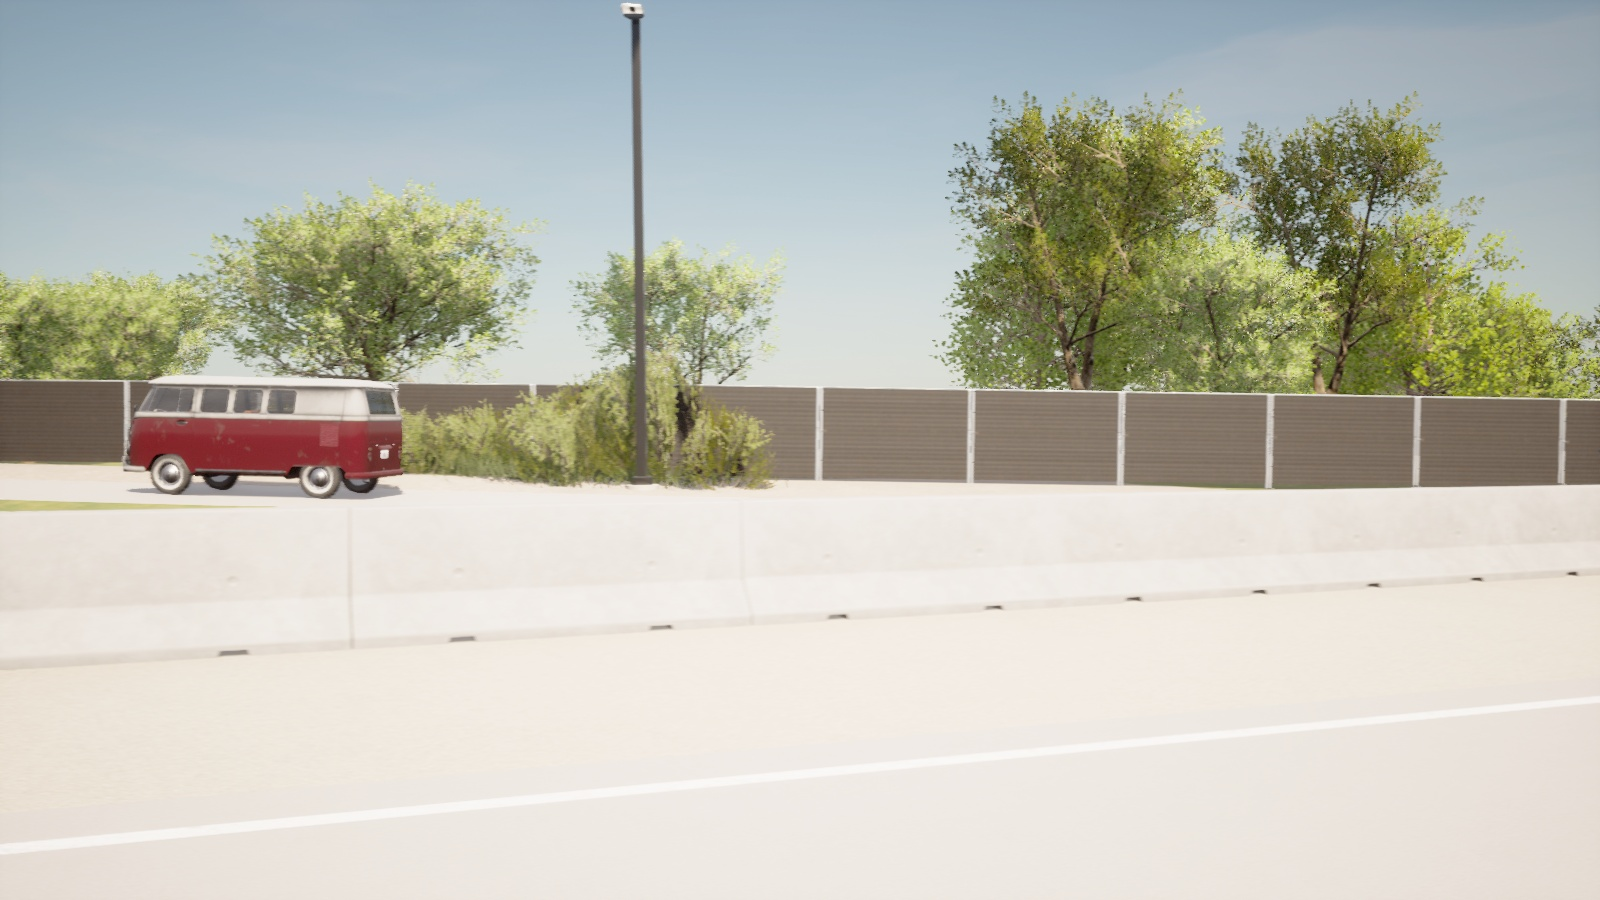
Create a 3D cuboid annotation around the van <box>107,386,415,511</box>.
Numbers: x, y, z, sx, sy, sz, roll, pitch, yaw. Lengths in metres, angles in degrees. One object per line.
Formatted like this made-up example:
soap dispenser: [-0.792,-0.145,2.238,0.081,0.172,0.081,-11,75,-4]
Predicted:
van: [-9.014,-0.048,21.195,4.442,1.987,1.775,0,2,5]
